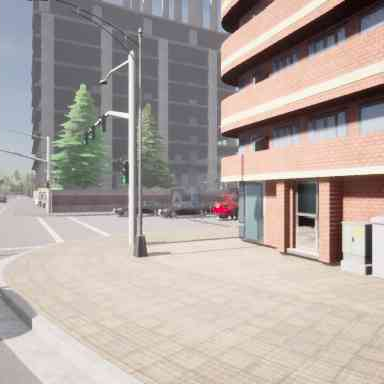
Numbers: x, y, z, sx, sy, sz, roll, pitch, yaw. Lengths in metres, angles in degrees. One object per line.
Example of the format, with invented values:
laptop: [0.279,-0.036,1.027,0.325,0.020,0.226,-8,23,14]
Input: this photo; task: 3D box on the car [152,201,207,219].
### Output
car: [-0.654,1.547,29.781,4.902,1.511,2.128,0,0,-27]

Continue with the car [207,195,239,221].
car: [4.456,1.277,28.208,5.566,2.045,2.150,0,0,-27]

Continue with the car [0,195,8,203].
car: [-38.018,1.595,65.938,1.895,1.301,4.718,0,0,-27]

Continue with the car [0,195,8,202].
car: [-42.553,1.500,74.788,1.837,1.490,4.892,0,0,-27]

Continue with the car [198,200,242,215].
car: [2.998,1.619,35.541,4.181,1.385,1.994,0,0,-27]

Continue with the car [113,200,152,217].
car: [-4.962,1.547,31.531,4.902,1.511,2.128,0,0,-27]
